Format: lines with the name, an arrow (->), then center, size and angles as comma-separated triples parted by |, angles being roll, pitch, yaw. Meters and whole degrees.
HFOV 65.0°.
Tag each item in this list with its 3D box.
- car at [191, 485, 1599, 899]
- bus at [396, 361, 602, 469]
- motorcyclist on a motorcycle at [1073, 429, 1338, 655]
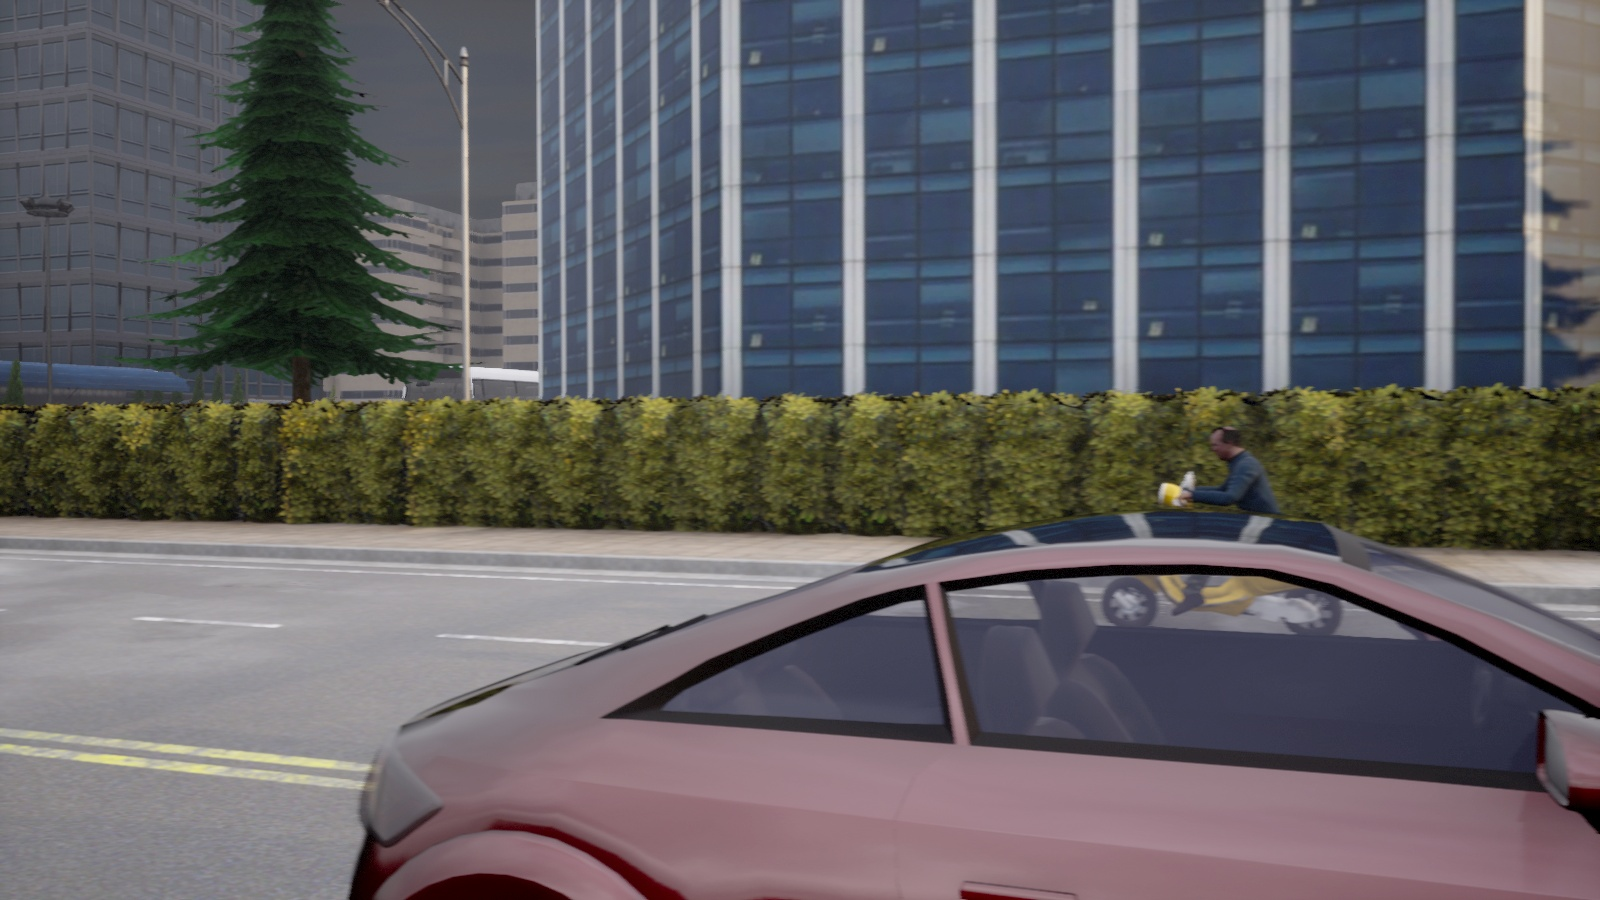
car -> 1.061, 0.849, 2.837 | 4.181, 1.385, 1.994 | 1, 1, 19
bus -> -12.833, -1.480, 55.029 | 3.944, 4.253, 10.273 | 1, 1, 18
motorcyclist on a motorcycle -> 3.057, 0.639, 9.549 | 1.817, 1.590, 0.866 | 1, 1, 19
